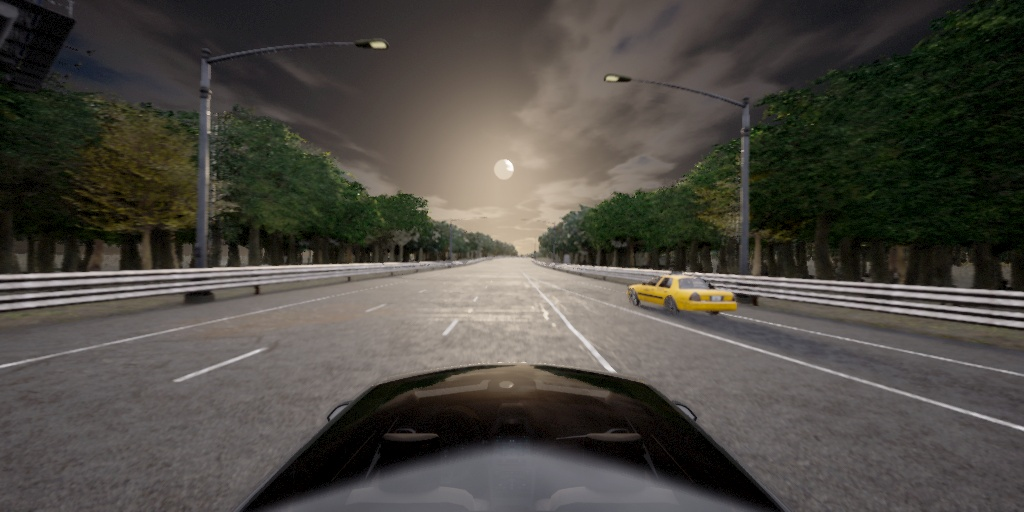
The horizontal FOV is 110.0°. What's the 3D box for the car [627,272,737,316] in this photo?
[{"bbox_3d":[6.466,1.413,14.458,1.801,1.575,5.366,1,-1,-7],"label":"car"}]
